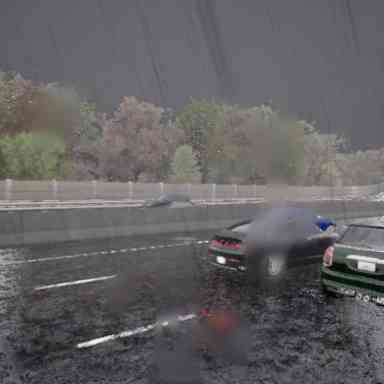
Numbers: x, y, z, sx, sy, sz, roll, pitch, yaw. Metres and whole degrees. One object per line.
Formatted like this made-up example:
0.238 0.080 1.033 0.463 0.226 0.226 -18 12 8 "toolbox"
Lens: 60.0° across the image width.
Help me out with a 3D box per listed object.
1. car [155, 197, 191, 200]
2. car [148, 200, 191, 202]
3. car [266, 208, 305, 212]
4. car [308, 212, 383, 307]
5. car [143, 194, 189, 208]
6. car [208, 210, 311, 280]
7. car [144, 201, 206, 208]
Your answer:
-1.031 1.557 33.347 5.357 1.411 2.033 0 0 -35 "car"
-1.141 1.608 28.971 4.718 1.301 1.895 0 0 -35 "car"
4.826 1.483 15.785 5.008 1.535 1.882 0 0 -36 "car"
4.866 1.355 7.216 4.553 1.767 2.097 0 0 -35 "car"
-2.594 1.231 36.528 5.566 2.045 2.150 0 0 -35 "car"
2.728 1.507 9.990 4.892 1.490 1.837 0 0 -36 "car"
-0.857 1.606 24.875 4.718 1.301 1.895 0 0 -35 "car"
